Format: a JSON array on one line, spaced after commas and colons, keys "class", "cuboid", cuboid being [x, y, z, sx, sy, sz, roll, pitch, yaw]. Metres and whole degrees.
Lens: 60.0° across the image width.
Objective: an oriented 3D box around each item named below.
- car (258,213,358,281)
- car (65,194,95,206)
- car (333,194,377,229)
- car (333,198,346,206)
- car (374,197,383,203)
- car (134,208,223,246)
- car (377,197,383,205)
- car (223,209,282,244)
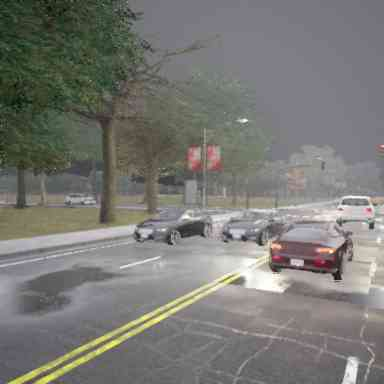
[{"class": "car", "cuboid": [3.742, 1.577, 10.100, 1.812, 1.442, 4.674, 0, 0, 31]}, {"class": "car", "cuboid": [-18.616, 1.309, 55.387, 5.566, 2.045, 2.150, 0, -1, 31]}, {"class": "car", "cuboid": [11.325, 1.345, 22.838, 2.150, 2.045, 5.566, 0, -1, 29]}, {"class": "car", "cuboid": [29.335, 1.917, 66.192, 1.812, 1.442, 4.674, 0, 0, 31]}, {"class": "car", "cuboid": [45.443, 1.944, 80.610, 2.128, 1.511, 4.902, 0, 0, 31]}, {"class": "car", "cuboid": [-0.704, 1.546, 15.729, 2.128, 1.511, 4.902, 0, 0, 31]}, {"class": "car", "cuboid": [40.130, 1.948, 71.651, 1.882, 1.535, 5.008, 0, 0, 31]}, {"class": "car", "cuboid": [3.074, 1.562, 15.725, 2.128, 1.511, 4.902, 0, 0, 31]}]
